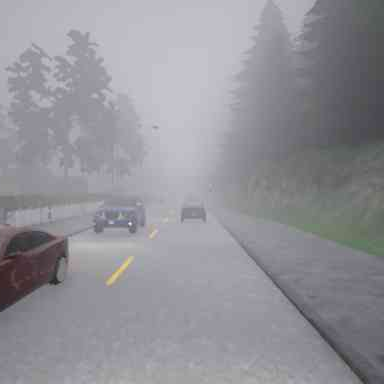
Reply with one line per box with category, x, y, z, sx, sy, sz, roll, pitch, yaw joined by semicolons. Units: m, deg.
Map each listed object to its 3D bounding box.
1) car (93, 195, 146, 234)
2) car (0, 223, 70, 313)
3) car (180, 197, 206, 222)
car;-4.044;1.183;19.481;2.150;2.045;5.566;0;0;0
car;-4.093;1.464;6.615;1.882;1.535;5.008;0;0;0
car;0.097;1.425;26.052;1.882;1.535;5.008;0;0;0
